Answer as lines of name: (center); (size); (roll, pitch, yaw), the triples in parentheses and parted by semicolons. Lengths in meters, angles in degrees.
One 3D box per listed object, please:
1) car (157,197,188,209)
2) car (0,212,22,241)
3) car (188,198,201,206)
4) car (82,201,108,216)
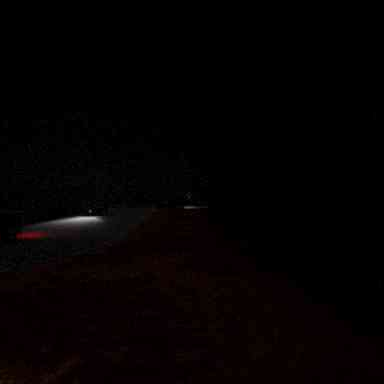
car: (-3.052, 1.548, 48.822); (2.097, 1.767, 4.553); (0, 0, 34)
car: (-9.857, 1.646, 14.978); (1.837, 1.490, 4.892); (0, 0, 10)
car: (0.051, 1.752, 58.230); (2.033, 1.411, 5.357); (0, 0, -15)
car: (-10.298, 1.690, 35.670); (2.128, 1.511, 4.902); (0, 0, -3)
